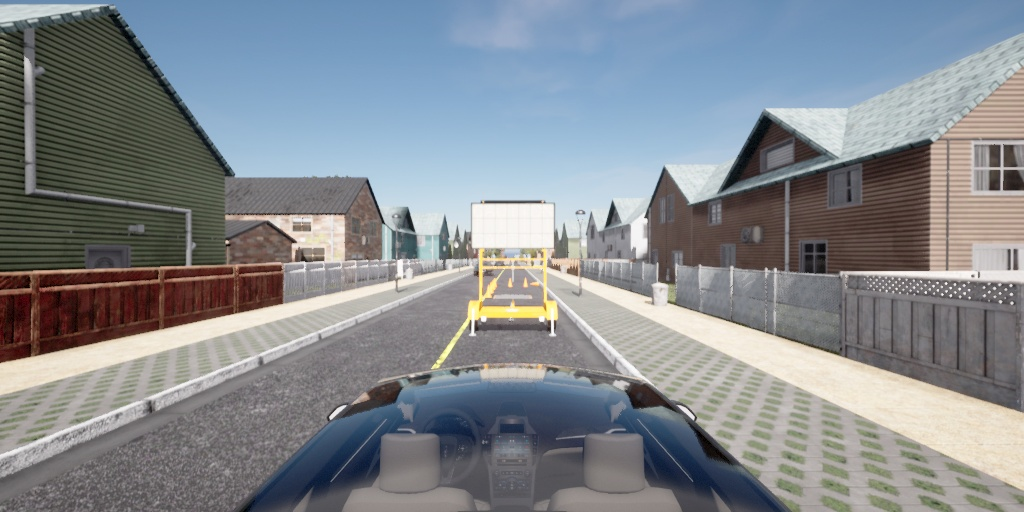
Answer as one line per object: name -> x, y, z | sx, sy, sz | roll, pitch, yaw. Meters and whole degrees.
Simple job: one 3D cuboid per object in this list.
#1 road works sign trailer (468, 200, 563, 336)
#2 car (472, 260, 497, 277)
road works sign trailer -> 0.029, 0.210, 10.350 | 2.380, 3.560, 2.880 | 0, 0, 1
car -> -2.768, 1.291, 35.666 | 1.837, 1.490, 4.892 | 0, 0, 0
